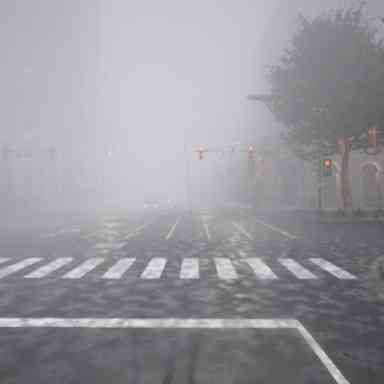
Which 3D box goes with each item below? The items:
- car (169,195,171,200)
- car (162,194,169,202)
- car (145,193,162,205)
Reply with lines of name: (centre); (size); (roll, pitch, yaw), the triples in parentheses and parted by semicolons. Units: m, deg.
car: (-6.249, 1.296, 81.550); (1.895, 1.301, 4.718); (0, 0, 1)
car: (-6.470, 1.107, 68.671); (2.097, 1.767, 4.553); (0, 0, 1)
car: (-6.683, 1.279, 55.625); (1.882, 1.535, 5.008); (0, 0, 1)
